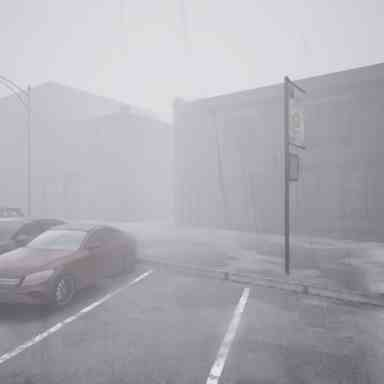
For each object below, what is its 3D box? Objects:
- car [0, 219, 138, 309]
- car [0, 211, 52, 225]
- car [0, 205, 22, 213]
[{"bbox_3d":[-2.882,1.527,8.148,2.002,1.452,4.674,1,-1,16],"label":"car"},{"bbox_3d":[-5.332,1.517,9.866,2.163,1.488,4.792,1,-1,16],"label":"car"},{"bbox_3d":[-7.752,1.366,11.674,2.185,1.767,4.553,1,-1,16],"label":"car"}]
